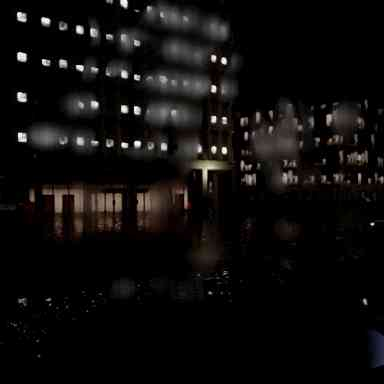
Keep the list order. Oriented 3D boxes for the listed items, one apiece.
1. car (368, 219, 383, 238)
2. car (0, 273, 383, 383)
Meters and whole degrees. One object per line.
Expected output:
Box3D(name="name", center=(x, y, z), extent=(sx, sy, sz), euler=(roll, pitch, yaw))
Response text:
Box3D(name="car", center=(10.758, 1.590, 16.168), extent=(4.718, 1.301, 1.895), euler=(0, 0, -29))
Box3D(name="car", center=(0.566, 1.547, 3.049), extent=(5.357, 1.411, 2.033), euler=(0, 0, -28))
